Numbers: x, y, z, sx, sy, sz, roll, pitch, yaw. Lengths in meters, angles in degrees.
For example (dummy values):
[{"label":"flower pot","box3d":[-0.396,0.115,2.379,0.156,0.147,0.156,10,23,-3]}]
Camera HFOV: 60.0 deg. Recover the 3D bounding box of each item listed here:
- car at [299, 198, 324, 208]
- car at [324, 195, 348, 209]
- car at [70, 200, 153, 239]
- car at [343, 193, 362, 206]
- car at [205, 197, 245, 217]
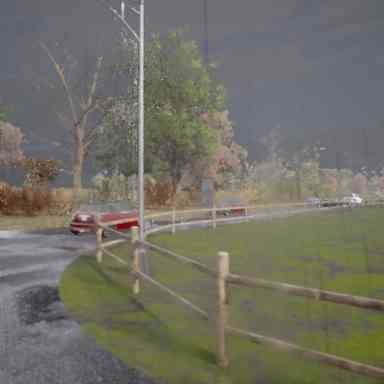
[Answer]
[{"label":"car","box3d":[16.939,1.527,47.736,1.812,1.442,4.674,0,0,40]},{"label":"car","box3d":[19.883,1.516,46.820,1.837,1.490,4.892,0,0,40]},{"label":"car","box3d":[-3.977,1.272,17.262,2.097,1.767,4.553,1,0,28]},{"label":"car","box3d":[26.169,1.243,54.587,2.150,2.045,5.566,0,0,39]},{"label":"car","box3d":[3.232,1.308,31.068,2.097,1.767,4.553,0,0,39]}]
